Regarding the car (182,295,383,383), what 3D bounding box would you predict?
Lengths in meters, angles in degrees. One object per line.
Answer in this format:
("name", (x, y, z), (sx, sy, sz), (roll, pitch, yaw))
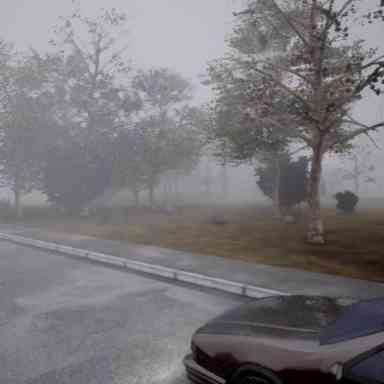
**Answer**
("car", (2.426, 1.511, 2.469), (5.357, 1.411, 2.033), (0, 1, 41))
